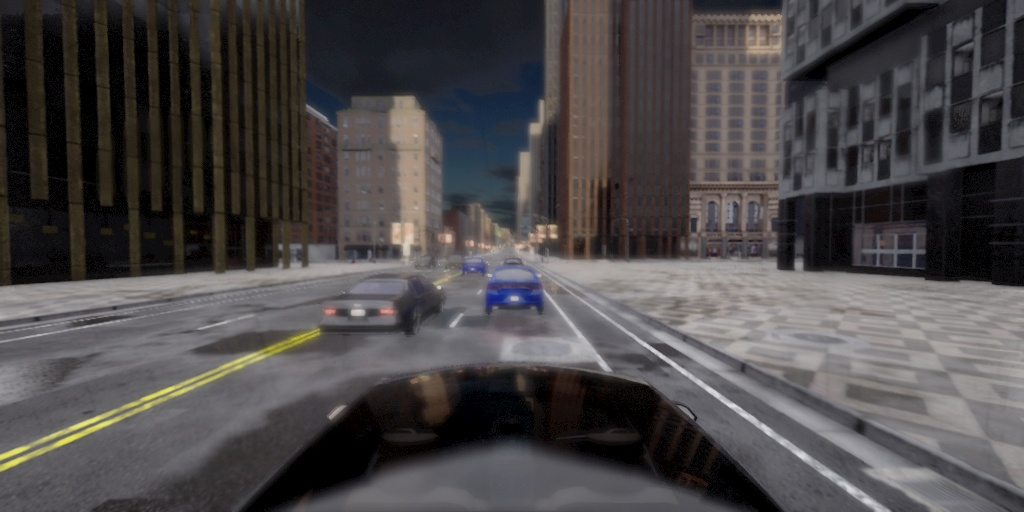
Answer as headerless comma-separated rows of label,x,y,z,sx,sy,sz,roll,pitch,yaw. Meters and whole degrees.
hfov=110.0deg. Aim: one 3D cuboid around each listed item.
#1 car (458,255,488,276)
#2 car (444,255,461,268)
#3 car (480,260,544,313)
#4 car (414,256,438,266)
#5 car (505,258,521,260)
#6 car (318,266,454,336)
car,-3.127,0.872,31.078,1.882,1.535,5.008,0,1,0
car,-6.539,0.627,41.823,2.097,1.767,4.553,0,1,0
car,0.096,1.080,13.158,1.882,1.535,5.008,0,1,0
car,-9.793,0.790,41.062,1.837,1.490,4.892,0,0,0
car,0.119,0.915,29.730,1.837,1.490,4.892,0,1,0
car,-3.174,1.190,9.941,2.033,1.411,5.357,0,1,0
